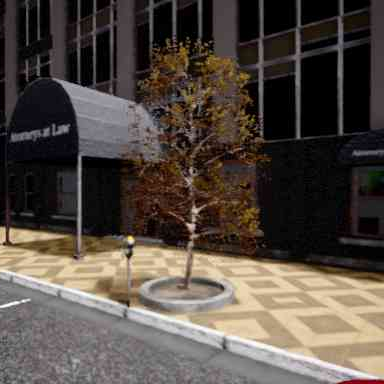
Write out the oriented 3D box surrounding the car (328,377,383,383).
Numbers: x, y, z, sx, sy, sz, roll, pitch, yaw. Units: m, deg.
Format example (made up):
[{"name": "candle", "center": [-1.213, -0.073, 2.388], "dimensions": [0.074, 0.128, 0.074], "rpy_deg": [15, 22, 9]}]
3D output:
[{"name": "car", "center": [2.403, 1.588, 1.162], "dimensions": [4.206, 1.307, 1.802], "rpy_deg": [0, 0, 35]}]
